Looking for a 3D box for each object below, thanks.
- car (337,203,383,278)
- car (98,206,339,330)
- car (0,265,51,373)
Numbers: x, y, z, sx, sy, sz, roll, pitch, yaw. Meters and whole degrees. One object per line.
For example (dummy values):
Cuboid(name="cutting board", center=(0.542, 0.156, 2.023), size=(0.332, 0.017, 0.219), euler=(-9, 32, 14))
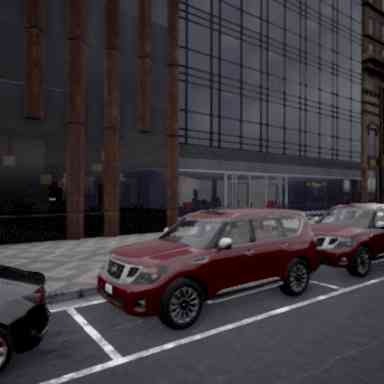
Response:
Cuboid(name="car", center=(5.231, 1.308, 10.373), size=(5.009, 1.841, 2.192), euler=(0, 0, -35))
Cuboid(name="car", center=(0.642, 1.312, 7.100), size=(5.009, 1.841, 2.192), euler=(0, 0, -35))
Cuboid(name="car", center=(-3.947, 1.567, 3.828), size=(4.313, 1.339, 1.947), euler=(0, 0, -35))
